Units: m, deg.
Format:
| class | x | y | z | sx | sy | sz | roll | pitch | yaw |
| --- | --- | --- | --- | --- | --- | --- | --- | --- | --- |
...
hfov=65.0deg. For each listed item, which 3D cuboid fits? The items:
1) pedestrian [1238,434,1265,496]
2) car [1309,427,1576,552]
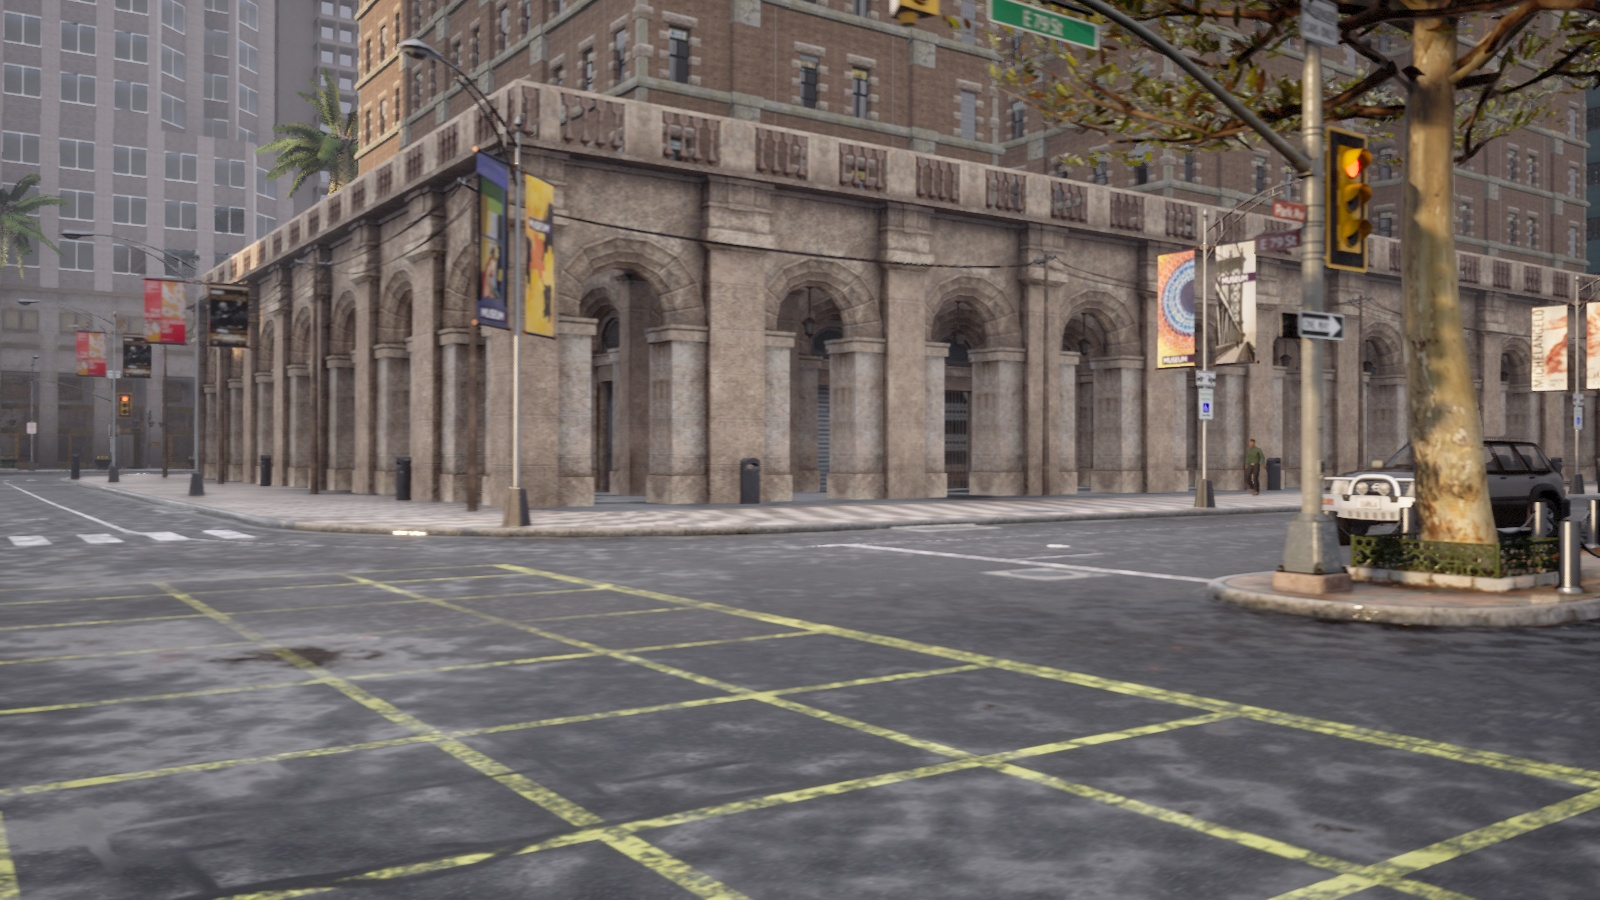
| class | x | y | z | sx | sy | sz | roll | pitch | yaw |
| --- | --- | --- | --- | --- | --- | --- | --- | --- | --- |
| pedestrian | 14.351 | 0.469 | 39.902 | 0.788 | 1.949 | 0.423 | 0 | 0 | -35 |
| car | 10.666 | 0.590 | 20.758 | 4.605 | 1.855 | 1.932 | 0 | 0 | -34 |
